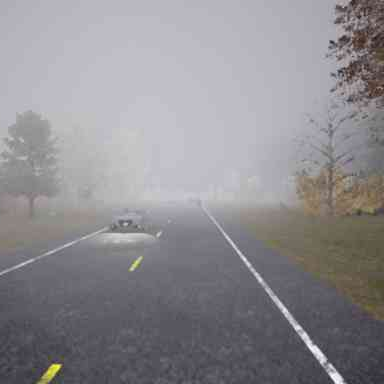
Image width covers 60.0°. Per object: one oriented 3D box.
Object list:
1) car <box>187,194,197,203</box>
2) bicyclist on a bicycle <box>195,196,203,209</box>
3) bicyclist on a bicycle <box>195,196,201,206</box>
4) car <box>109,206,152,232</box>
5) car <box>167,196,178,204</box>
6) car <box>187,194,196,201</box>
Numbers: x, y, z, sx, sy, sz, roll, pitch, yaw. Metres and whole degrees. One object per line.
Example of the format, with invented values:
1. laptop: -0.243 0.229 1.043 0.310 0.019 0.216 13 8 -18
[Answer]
1. car: -0.009 1.563 69.320 1.895 1.301 4.718 0 0 0
2. bicyclist on a bicycle: 0.971 1.421 43.405 0.866 1.612 1.509 0 0 0
3. bicyclist on a bicycle: 0.938 1.415 52.836 0.866 1.612 1.509 0 0 0
4. car: -3.601 1.559 20.036 1.994 1.385 4.181 0 0 0
5. car: -3.537 1.497 61.968 1.812 1.442 4.674 0 0 1
6. car: -0.012 1.307 79.357 2.097 1.767 4.553 0 0 0
